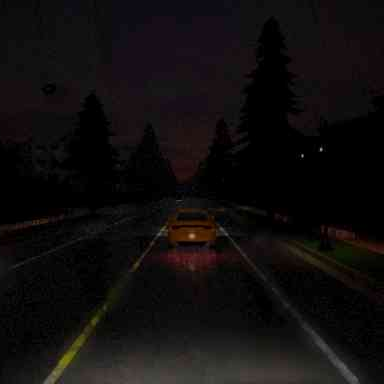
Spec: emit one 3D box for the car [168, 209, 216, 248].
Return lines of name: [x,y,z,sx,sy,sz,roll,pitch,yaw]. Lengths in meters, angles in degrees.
car: [0.000,1.482,14.686,1.882,1.535,5.008,0,0,0]

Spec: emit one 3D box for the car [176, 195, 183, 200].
car: [-3.500,1.528,91.360,2.033,1.411,5.357,0,0,0]
